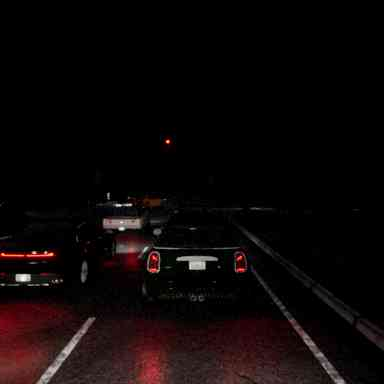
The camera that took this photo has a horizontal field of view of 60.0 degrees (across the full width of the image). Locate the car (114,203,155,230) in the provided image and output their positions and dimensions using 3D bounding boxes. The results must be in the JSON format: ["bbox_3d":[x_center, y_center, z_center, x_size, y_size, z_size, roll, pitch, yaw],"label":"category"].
[{"bbox_3d":[-3.435,1.486,18.466,1.895,1.301,4.718,0,1,0],"label":"car"}]

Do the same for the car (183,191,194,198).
[{"bbox_3d":[-0.680,0.705,86.096,1.812,1.442,4.674,0,1,-4],"label":"car"}]

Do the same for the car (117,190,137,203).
[{"bbox_3d":[-10.695,0.927,53.872,2.097,1.767,4.553,0,1,0],"label":"car"}]

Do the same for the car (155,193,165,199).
[{"bbox_3d":[-7.301,0.868,76.515,2.033,1.411,5.357,0,1,-1],"label":"car"}]

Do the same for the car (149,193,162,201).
[{"bbox_3d":[-7.171,1.004,66.088,2.033,1.411,5.357,0,1,1],"label":"car"}]

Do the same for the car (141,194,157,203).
[{"bbox_3d":[-7.200,1.104,56.020,2.033,1.411,5.357,0,1,0],"label":"car"}]

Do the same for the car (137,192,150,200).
[{"bbox_3d":[-10.732,0.892,73.537,2.128,1.511,4.902,0,1,-1],"label":"car"}]

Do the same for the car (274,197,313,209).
[{"bbox_3d":[12.126,1.305,39.167,4.718,1.301,1.895,0,1,-3],"label":"car"}]

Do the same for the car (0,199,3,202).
[{"bbox_3d":[-19.785,1.350,29.796,4.181,1.385,1.994,0,0,2],"label":"car"}]

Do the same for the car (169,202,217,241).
[{"bbox_3d":[0.061,1.387,17.289,2.128,1.511,4.902,0,1,1],"label":"car"}]

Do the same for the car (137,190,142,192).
[{"bbox_3d":[-10.681,0.707,63.313,2.150,2.045,5.566,0,1,0],"label":"car"}]

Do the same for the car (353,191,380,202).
[{"bbox_3d":[21.877,0.921,39.734,5.566,2.045,2.150,0,1,-3],"label":"car"}]

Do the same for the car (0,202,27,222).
[{"bbox_3d":[-10.597,1.455,17.838,1.994,1.385,4.181,0,0,0],"label":"car"}]

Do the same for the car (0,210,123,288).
[{"bbox_3d":[-3.415,1.468,9.145,1.837,1.490,4.892,0,0,0],"label":"car"}]

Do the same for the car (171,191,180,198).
[{"bbox_3d":[-4.155,0.690,85.595,1.837,1.490,4.892,0,1,-4],"label":"car"}]

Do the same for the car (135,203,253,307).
[{"bbox_3d":[0.088,1.323,8.092,2.097,1.767,4.553,0,0,0],"label":"car"}]

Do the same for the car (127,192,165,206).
[{"bbox_3d":[-5.430,1.158,41.842,1.882,1.535,5.008,1,1,31],"label":"car"}]
